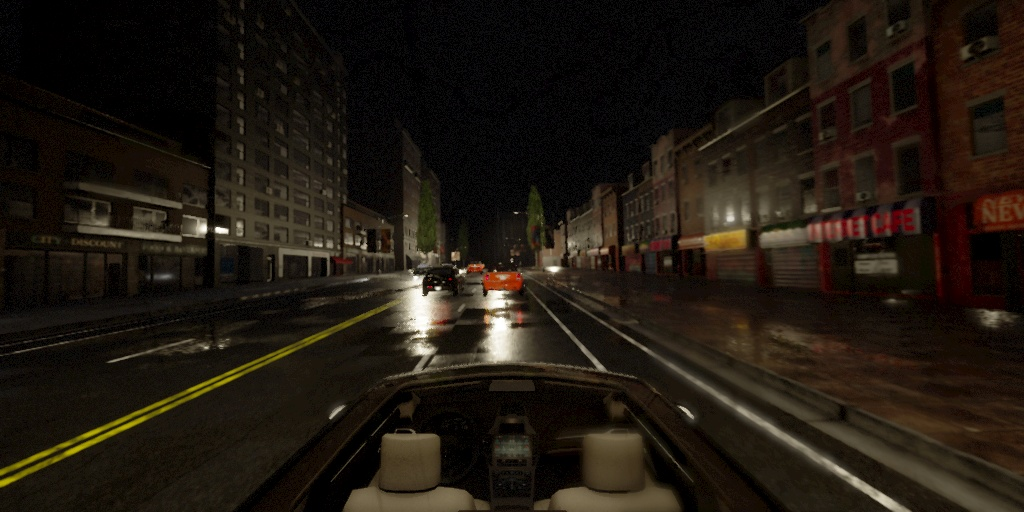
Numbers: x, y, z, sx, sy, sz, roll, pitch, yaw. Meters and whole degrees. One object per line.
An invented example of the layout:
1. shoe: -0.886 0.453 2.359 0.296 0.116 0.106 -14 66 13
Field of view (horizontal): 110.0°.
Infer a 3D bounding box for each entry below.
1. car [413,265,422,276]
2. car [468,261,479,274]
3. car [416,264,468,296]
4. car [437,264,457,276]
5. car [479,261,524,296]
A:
1. car: -11.426 1.833 46.296 1.994 1.385 4.181 -1 -1 -2
2. car: -4.848 1.511 48.442 2.097 1.767 4.553 -1 -1 -2
3. car: -3.759 1.348 20.115 1.837 1.490 4.892 -1 0 -2
4. car: -8.136 1.704 45.128 1.812 1.442 4.674 -1 -1 -2
5. car: -0.522 1.125 19.957 2.097 1.767 4.553 -1 0 -2
